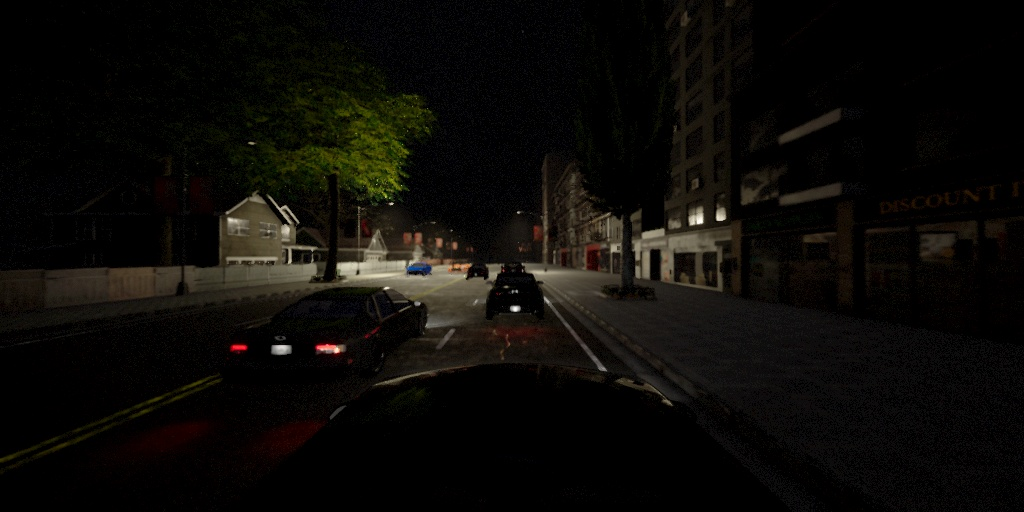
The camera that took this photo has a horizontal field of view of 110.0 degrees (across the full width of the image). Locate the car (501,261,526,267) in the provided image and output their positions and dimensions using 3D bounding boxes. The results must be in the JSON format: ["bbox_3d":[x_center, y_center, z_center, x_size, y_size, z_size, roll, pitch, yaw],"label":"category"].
[{"bbox_3d":[0.097,1.252,30.939,2.097,1.767,4.553,0,0,0],"label":"car"}]

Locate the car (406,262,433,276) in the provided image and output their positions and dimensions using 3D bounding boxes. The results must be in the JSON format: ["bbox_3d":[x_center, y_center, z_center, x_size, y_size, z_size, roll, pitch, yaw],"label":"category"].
[{"bbox_3d":[-9.837,1.411,38.309,1.882,1.535,5.008,0,0,0],"label":"car"}]

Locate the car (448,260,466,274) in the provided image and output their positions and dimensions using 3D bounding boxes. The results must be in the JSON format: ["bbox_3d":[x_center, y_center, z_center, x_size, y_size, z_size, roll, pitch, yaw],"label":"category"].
[{"bbox_3d":[-6.558,1.309,44.386,2.097,1.767,4.553,0,0,1],"label":"car"}]

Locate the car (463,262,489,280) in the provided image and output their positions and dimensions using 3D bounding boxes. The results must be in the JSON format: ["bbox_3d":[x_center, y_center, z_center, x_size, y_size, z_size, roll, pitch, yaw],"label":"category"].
[{"bbox_3d":[-3.153,1.438,33.677,1.812,1.442,4.674,0,0,0],"label":"car"}]

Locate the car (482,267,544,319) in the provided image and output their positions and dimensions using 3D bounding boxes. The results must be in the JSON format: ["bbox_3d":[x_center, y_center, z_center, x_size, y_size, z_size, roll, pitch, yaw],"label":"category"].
[{"bbox_3d":[0.100,1.314,13.014,1.837,1.490,4.892,0,0,0],"label":"car"}]

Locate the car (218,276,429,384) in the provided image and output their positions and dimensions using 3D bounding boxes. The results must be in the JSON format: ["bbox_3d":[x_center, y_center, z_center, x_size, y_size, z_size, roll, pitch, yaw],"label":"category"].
[{"bbox_3d":[-3.150,1.328,7.381,2.033,1.411,5.357,0,0,0],"label":"car"}]
